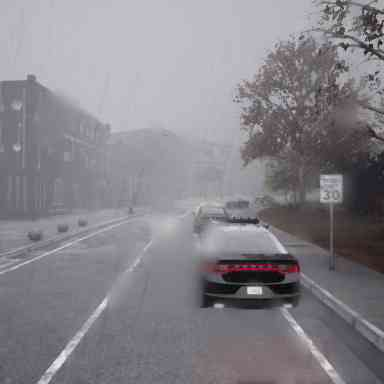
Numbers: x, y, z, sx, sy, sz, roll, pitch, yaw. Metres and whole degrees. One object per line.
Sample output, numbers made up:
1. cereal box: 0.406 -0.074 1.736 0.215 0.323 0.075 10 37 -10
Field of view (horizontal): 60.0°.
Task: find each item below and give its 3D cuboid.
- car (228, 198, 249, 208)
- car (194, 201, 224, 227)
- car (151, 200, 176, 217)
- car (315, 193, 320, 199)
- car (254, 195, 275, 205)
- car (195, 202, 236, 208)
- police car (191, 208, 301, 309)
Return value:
1. car: 6.399 1.518 46.172 1.895 1.301 4.718 0 0 28
2. car: 1.262 1.481 23.783 1.882 1.535 5.008 0 0 4
3. car: -2.622 1.537 31.963 1.812 1.442 4.674 0 0 6
4. car: 29.254 0.761 73.581 4.902 1.511 2.128 -2 0 -29
5. car: 12.050 1.290 55.330 1.837 1.490 4.892 -1 1 40
6. car: 1.042 1.509 17.937 1.837 1.490 4.892 0 0 1
7. police car: 1.033 1.427 8.091 1.930 1.638 5.238 0 0 0
